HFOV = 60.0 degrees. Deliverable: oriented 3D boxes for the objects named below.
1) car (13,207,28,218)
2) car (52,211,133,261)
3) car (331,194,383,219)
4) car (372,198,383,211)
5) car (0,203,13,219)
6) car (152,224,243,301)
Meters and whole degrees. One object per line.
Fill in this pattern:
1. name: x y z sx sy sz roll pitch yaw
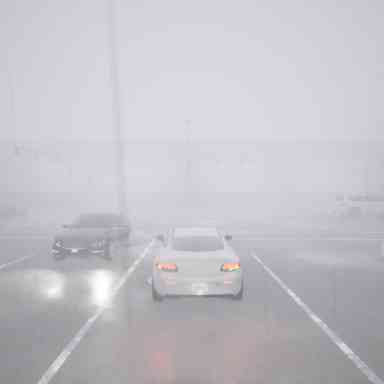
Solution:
1. car: -16.547 1.589 28.222 4.718 1.301 1.895 0 0 2
2. car: -3.460 1.508 12.357 1.837 1.490 4.892 0 0 1
3. car: 14.451 1.154 27.375 5.566 2.045 2.150 0 0 2
4. car: 23.307 1.381 37.840 4.674 1.442 1.812 -1 0 2
5. car: -16.890 1.210 24.736 5.566 2.045 2.150 0 0 2
6. car: 0.075 1.523 8.210 1.812 1.442 4.674 0 0 -1
